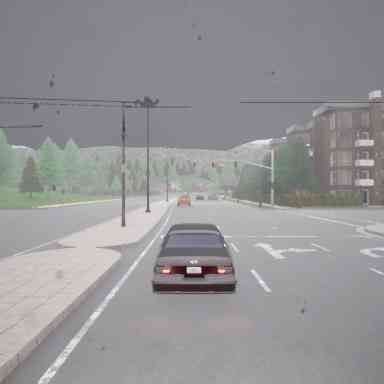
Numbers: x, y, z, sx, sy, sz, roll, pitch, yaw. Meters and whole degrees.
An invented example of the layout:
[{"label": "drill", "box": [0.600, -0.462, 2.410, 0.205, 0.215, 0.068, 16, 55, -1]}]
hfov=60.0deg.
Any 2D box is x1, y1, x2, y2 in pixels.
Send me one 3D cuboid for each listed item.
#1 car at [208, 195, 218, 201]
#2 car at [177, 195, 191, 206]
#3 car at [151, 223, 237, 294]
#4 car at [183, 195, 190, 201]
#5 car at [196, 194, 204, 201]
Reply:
[{"label": "car", "box": [5.566, 1.539, 85.517, 2.033, 1.411, 5.357, 0, 0, 0]}, {"label": "car", "box": [-1.302, 1.352, 54.653, 2.097, 1.767, 4.553, 0, 0, -1]}, {"label": "car", "box": [0.051, 1.547, 8.906, 2.033, 1.411, 5.357, 0, 0, 0]}, {"label": "car", "box": [-1.434, 1.523, 85.478, 1.812, 1.442, 4.674, 0, 0, 0]}, {"label": "car", "box": [2.066, 1.477, 85.513, 1.882, 1.535, 5.008, 0, 0, 0]}]
